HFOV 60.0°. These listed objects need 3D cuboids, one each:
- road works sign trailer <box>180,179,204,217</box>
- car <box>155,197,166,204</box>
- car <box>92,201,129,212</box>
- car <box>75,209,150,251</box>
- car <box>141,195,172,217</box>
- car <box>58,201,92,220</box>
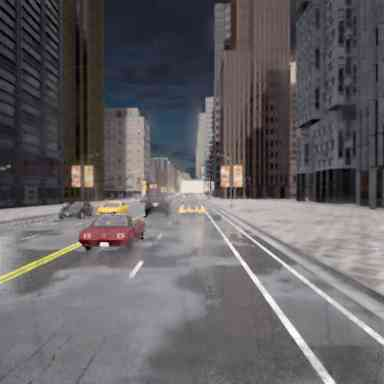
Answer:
[{"bbox_3d":[0.012,0.517,32.538,2.380,3.560,2.880,0,0,1],"label":"road works sign trailer"},{"bbox_3d":[-6.491,1.737,68.574,1.812,1.442,4.674,0,0,0],"label":"car"},{"bbox_3d":[-6.593,1.519,28.183,1.882,1.535,5.008,0,0,0],"label":"car"},{"bbox_3d":[-3.149,1.612,14.190,1.895,1.301,4.718,0,0,0],"label":"car"},{"bbox_3d":[-3.146,1.272,31.638,2.150,2.045,5.566,0,0,0],"label":"car"},{"bbox_3d":[-9.842,1.548,28.671,1.837,1.490,4.892,0,0,0],"label":"car"}]
